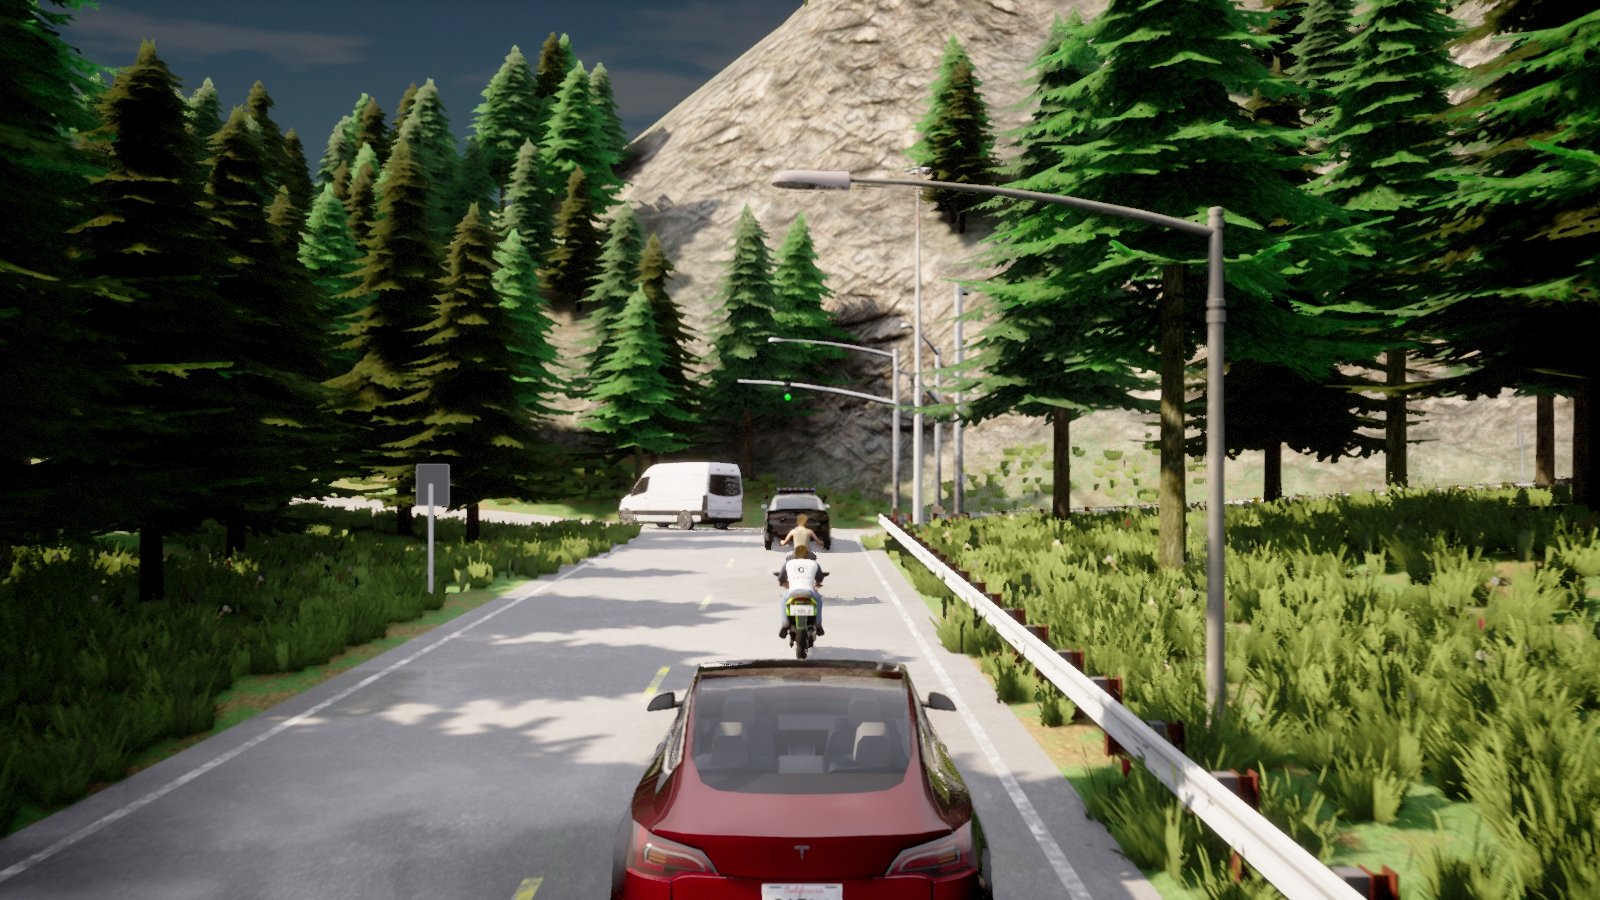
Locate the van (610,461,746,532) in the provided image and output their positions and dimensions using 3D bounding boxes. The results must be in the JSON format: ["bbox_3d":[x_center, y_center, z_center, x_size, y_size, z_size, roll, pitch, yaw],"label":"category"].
[{"bbox_3d":[-4.861,1.843,44.801,1.988,2.561,5.915,5,-5,-44],"label":"van"}]

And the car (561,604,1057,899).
[{"bbox_3d":[0.041,2.060,7.381,2.163,1.488,4.792,0,0,0],"label":"car"}]

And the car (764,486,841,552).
[{"bbox_3d":[-0.004,1.972,33.823,2.097,1.638,5.238,0,0,-2],"label":"car"}]

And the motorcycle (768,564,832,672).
[{"bbox_3d":[0.001,2.208,15.312,0.803,1.145,2.033,0,0,0],"label":"motorcycle"}]
